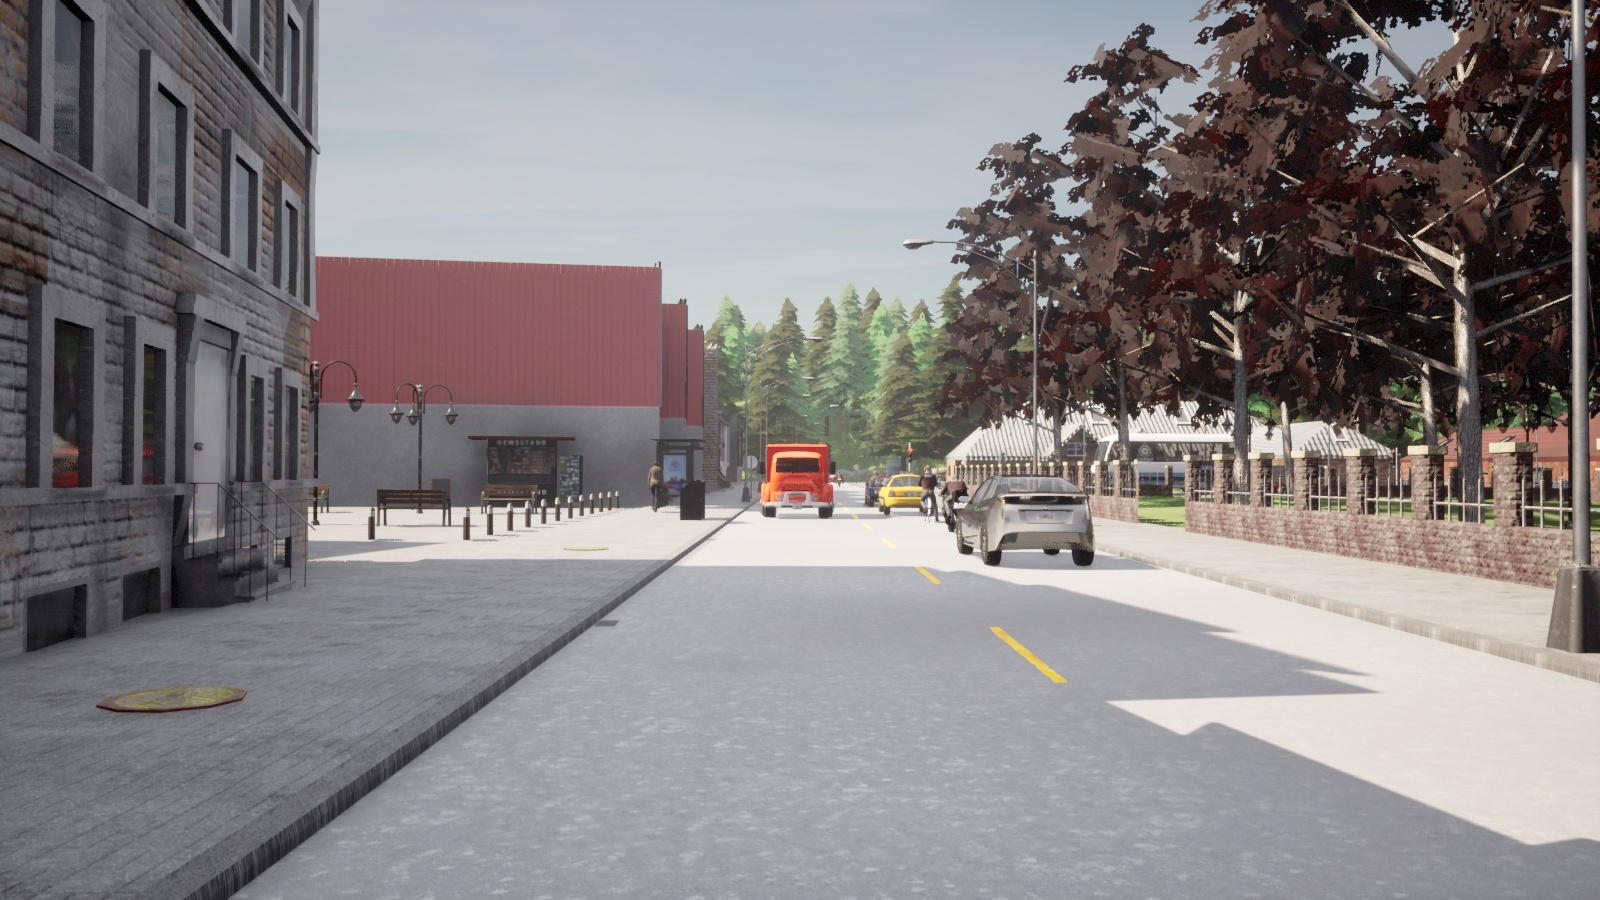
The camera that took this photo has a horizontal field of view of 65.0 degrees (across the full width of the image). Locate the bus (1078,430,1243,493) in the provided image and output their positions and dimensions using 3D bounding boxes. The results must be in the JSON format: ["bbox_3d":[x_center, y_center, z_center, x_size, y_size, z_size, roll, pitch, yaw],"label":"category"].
[{"bbox_3d":[24.864,0.797,87.054,10.273,4.253,3.944,0,-1,0],"label":"bus"}]

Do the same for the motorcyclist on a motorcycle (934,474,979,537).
[{"bbox_3d":[3.931,1.364,31.676,0.866,1.530,2.191,0,-1,0],"label":"motorcyclist on a motorcycle"}]

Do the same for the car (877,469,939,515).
[{"bbox_3d":[3.914,1.511,46.176,1.801,1.575,5.366,0,-1,0],"label":"car"}]

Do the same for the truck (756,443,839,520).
[{"bbox_3d":[-0.084,1.046,42.876,2.627,2.467,5.204,0,-1,0],"label":"truck"}]

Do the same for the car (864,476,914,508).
[{"bbox_3d":[3.905,1.834,55.799,1.895,1.301,4.718,0,-1,0],"label":"car"}]

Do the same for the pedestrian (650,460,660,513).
[{"bbox_3d":[-5.006,1.267,43.424,0.328,1.805,0.869,0,-1,-8],"label":"pedestrian"}]

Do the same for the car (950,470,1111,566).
[{"bbox_3d":[3.945,1.118,22.252,2.007,1.525,4.514,0,-1,0],"label":"car"}]
